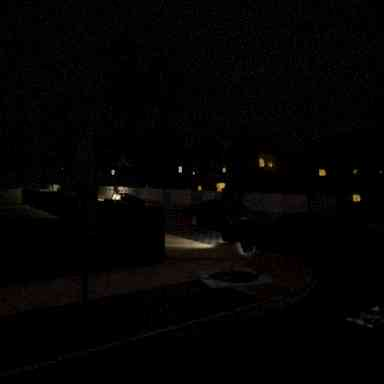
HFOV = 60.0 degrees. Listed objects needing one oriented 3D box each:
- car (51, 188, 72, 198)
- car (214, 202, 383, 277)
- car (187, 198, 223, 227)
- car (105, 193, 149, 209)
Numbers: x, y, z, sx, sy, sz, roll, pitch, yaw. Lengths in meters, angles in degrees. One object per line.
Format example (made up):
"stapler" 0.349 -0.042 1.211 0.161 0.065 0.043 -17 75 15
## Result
"car" -17.754 0.158 45.018 2.033 1.411 5.357 0 2 -35
"car" 3.538 1.365 10.092 5.357 1.411 2.033 7 6 38
"car" 1.711 1.116 17.001 1.882 1.535 5.008 0 2 -36
"car" -5.492 0.805 27.270 2.033 1.411 5.357 0 2 -35
